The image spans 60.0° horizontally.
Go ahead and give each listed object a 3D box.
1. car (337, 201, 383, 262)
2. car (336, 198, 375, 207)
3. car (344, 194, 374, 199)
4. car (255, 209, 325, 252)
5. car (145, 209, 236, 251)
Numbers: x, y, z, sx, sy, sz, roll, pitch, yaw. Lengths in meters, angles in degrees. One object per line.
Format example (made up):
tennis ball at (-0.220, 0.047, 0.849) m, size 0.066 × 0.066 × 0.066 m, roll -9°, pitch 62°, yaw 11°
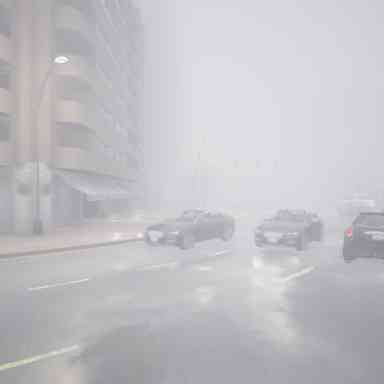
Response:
car at (6.738, 1.352, 11.388) m, size 2.097 × 1.767 × 4.553 m, roll 0°, pitch 0°, yaw 38°
car at (13.965, 1.525, 28.369) m, size 1.812 × 1.442 × 4.674 m, roll 0°, pitch 0°, yaw 10°
car at (18.427, 1.221, 37.583) m, size 2.150 × 2.045 × 5.566 m, roll 0°, pitch 0°, yaw -1°
car at (4.302, 1.491, 14.191) m, size 2.128 × 1.511 × 4.902 m, roll 0°, pitch 0°, yaw 34°
car at (0.088, 1.491, 14.317) m, size 2.128 × 1.511 × 4.902 m, roll 0°, pitch 0°, yaw 38°
